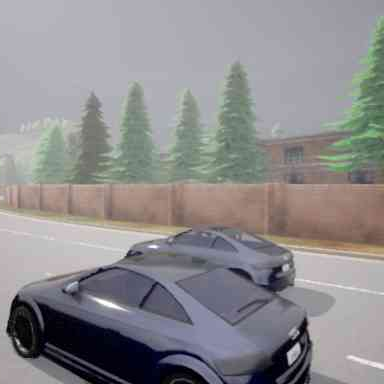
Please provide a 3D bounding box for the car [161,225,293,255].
[{"bbox_3d":[0.314,1.510,8.065,4.181,1.385,1.994,1,1,36],"label":"car"}]

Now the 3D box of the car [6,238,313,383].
[{"bbox_3d":[-0.627,1.527,4.438,4.181,1.385,1.994,1,1,36],"label":"car"}]
